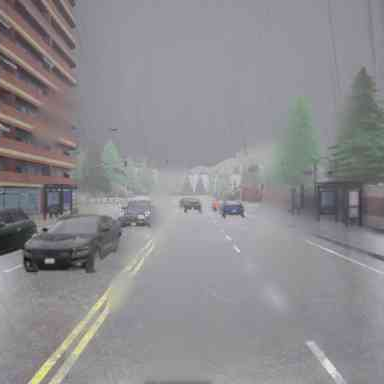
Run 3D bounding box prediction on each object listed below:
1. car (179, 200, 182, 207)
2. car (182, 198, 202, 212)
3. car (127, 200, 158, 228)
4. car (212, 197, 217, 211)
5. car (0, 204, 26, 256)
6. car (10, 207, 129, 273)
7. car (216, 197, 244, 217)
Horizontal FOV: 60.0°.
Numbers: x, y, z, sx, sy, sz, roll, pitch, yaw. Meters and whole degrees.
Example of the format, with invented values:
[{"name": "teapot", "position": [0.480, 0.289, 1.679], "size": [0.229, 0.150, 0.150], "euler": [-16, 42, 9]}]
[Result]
[{"name": "car", "position": [-0.682, 1.533, 47.607], "size": [2.033, 1.411, 5.357], "euler": [0, 0, -9]}, {"name": "car", "position": [0.091, 1.502, 37.937], "size": [1.837, 1.490, 4.892], "euler": [0, -1, 0]}, {"name": "car", "position": [-3.496, 1.352, 22.226], "size": [2.097, 1.767, 4.553], "euler": [0, 0, 0]}, {"name": "car", "position": [3.614, 1.352, 40.934], "size": [2.097, 1.767, 4.553], "euler": [0, 0, 0]}, {"name": "car", "position": [-7.071, 1.352, 11.111], "size": [2.097, 1.767, 4.553], "euler": [0, 0, 0]}, {"name": "car", "position": [-3.582, 1.478, 10.870], "size": [1.882, 1.535, 5.008], "euler": [0, 0, 0]}, {"name": "car", "position": [3.620, 1.478, 30.974], "size": [1.882, 1.535, 5.008], "euler": [0, 0, 0]}]
